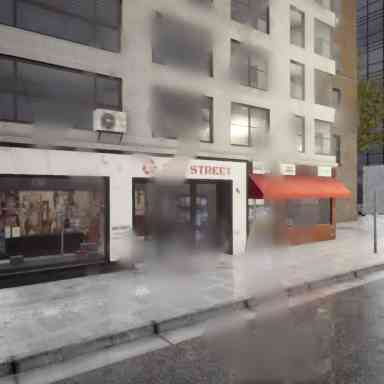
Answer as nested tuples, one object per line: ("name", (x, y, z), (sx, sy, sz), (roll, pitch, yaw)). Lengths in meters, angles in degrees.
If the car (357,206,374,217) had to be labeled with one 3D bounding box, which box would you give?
("car", (14.563, 1.618, 32.230), (2.033, 1.411, 5.357), (0, 0, -35))
